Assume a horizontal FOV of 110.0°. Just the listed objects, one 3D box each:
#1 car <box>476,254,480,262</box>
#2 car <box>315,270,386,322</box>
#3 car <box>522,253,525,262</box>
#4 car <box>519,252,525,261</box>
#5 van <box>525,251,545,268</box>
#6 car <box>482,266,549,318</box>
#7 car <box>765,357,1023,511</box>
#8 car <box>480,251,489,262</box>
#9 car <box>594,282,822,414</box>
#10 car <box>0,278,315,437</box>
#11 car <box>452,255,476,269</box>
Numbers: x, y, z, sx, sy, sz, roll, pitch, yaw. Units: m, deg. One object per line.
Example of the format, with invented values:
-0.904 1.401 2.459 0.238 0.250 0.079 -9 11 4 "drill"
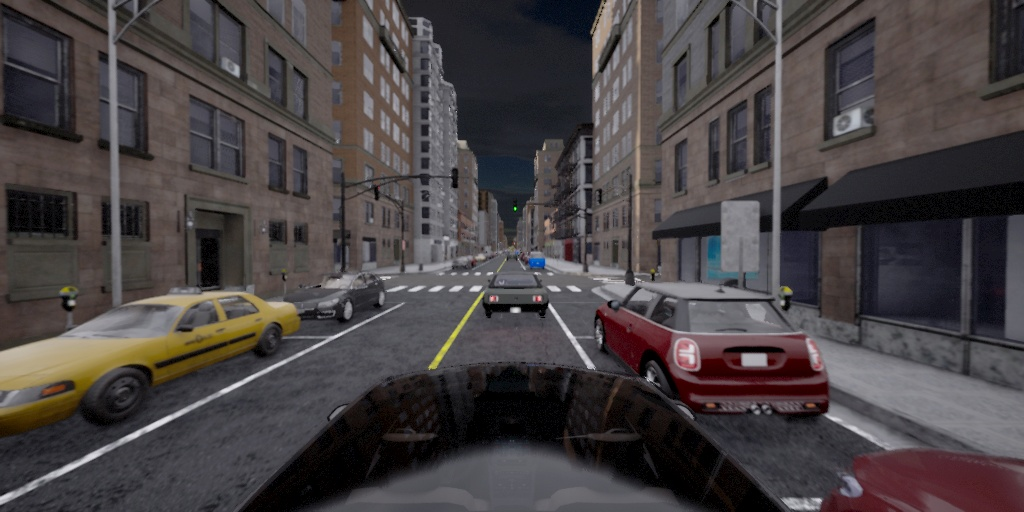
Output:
-5.381 0.592 44.123 1.888 1.381 4.507 0 0 0 "car"
-5.386 1.141 11.364 2.007 1.370 4.403 0 0 0 "car"
2.645 0.535 49.810 1.802 1.307 4.207 0 0 0 "car"
2.647 0.343 61.172 1.802 1.307 4.207 0 0 0 "car"
2.643 0.482 38.450 1.690 1.789 3.998 0 0 0 "van"
0.103 1.178 12.169 1.895 1.301 4.718 0 1 0 "car"
2.637 1.354 0.336 1.802 1.307 4.207 0 0 0 "car"
-5.378 0.287 60.997 1.751 1.417 4.829 0 0 0 "car"
2.638 1.121 5.854 1.967 1.591 4.097 0 0 0 "car"
-5.387 1.207 5.677 1.751 1.417 4.829 0 0 0 "car"
-5.382 0.692 38.442 2.007 1.370 4.403 0 0 0 "car"
